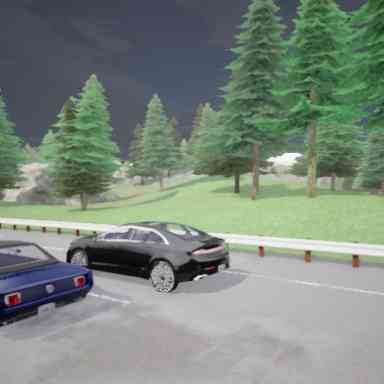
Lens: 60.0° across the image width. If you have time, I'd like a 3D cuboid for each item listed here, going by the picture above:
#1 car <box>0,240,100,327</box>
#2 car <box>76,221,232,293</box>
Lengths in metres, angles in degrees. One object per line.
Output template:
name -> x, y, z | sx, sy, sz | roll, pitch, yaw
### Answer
car -> -4.254, 1.657, 6.707 | 4.718, 1.301, 1.895 | -1, 0, 33
car -> -1.337, 1.538, 8.961 | 4.902, 1.511, 2.128 | -1, 0, 33
